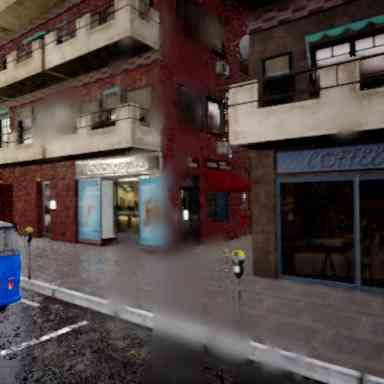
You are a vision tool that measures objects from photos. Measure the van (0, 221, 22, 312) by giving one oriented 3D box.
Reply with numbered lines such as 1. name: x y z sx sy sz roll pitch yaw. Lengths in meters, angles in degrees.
1. van: -4.962 1.356 6.430 3.998 1.788 1.690 0 -1 35
